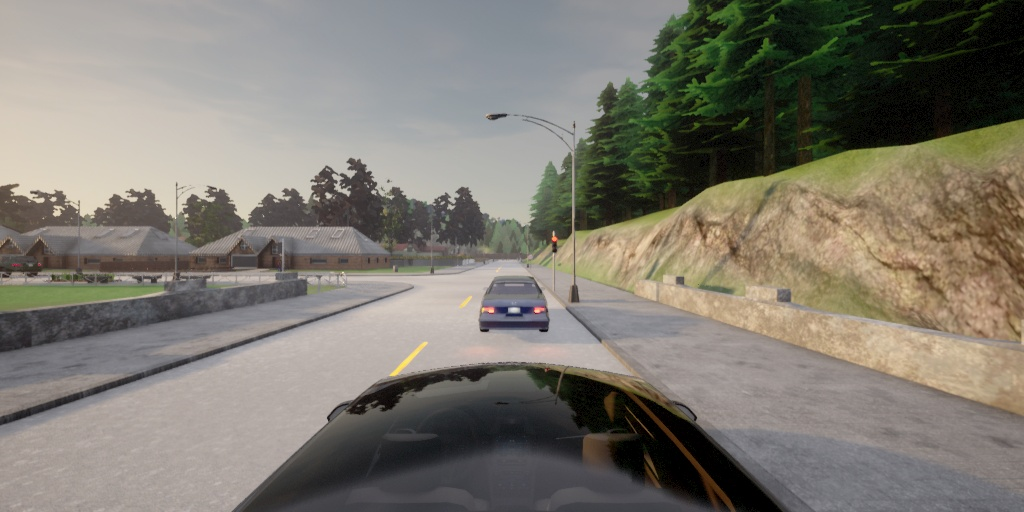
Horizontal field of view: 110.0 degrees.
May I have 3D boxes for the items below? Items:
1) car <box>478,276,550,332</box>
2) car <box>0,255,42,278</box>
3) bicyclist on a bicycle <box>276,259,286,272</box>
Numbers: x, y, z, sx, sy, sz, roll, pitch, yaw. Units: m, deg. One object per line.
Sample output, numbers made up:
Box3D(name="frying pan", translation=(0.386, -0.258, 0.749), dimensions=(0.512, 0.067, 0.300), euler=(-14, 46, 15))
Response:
Box3D(name="car", translation=(0.063, 1.297, 10.791), dimensions=(2.033, 1.411, 5.357), euler=(0, 0, 0))
Box3D(name="car", translation=(-47.375, 0.970, 33.322), dimensions=(5.566, 2.045, 2.150), euler=(0, 0, 1))
Box3D(name="bicyclist on a bicycle", translation=(-24.162, 1.097, 37.572), dimensions=(0.582, 1.620, 1.656), euler=(0, 0, 0))
